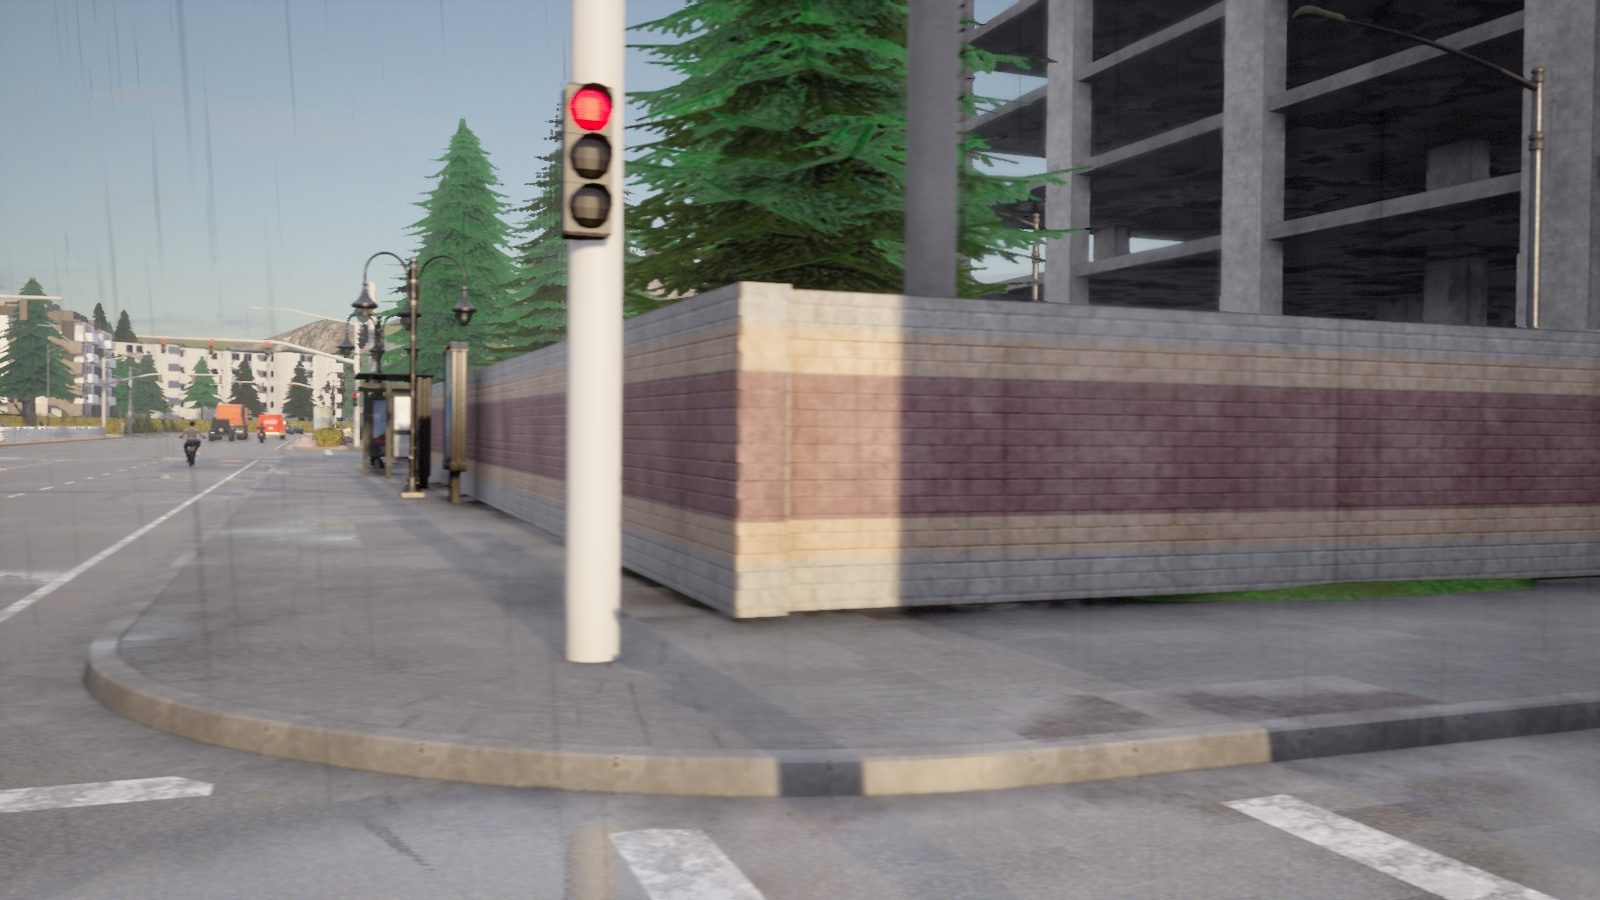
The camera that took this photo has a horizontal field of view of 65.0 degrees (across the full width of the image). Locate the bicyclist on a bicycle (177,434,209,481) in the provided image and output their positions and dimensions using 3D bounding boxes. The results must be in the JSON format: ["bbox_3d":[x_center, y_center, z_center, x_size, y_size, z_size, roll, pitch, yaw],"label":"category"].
[{"bbox_3d":[-21.404,0.244,44.334,0.866,1.612,1.509,-1,1,-21],"label":"bicyclist on a bicycle"}]
